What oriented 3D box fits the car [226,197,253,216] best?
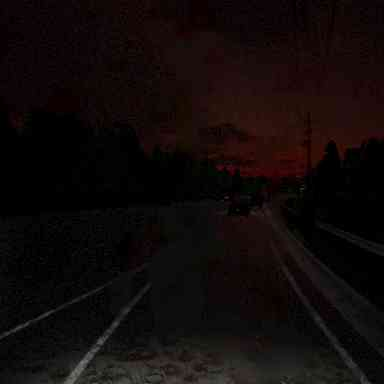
[{"bbox_3d":[4.764,1.521,33.144,1.882,1.535,5.008,0,0,13],"label":"car"}]

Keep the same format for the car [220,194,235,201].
[{"bbox_3d":[9.398,1.617,85.585,2.128,1.511,4.902,0,0,17],"label":"car"}]

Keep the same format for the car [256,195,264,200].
[{"bbox_3d":[19.193,1.479,93.437,1.837,1.490,4.892,0,0,17],"label":"car"}]

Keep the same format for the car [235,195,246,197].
[{"bbox_3d":[12.863,1.631,84.937,1.812,1.442,4.674,0,0,17],"label":"car"}]

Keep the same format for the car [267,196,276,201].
[{"bbox_3d":[20.539,1.685,86.026,2.033,1.411,5.357,0,0,17],"label":"car"}]

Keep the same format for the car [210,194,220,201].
[{"bbox_3d":[6.175,1.435,87.001,2.097,1.767,4.553,0,0,17],"label":"car"}]

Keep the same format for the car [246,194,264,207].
[{"bbox_3d":[10.204,1.571,52.624,2.128,1.511,4.902,0,0,17],"label":"car"}]
